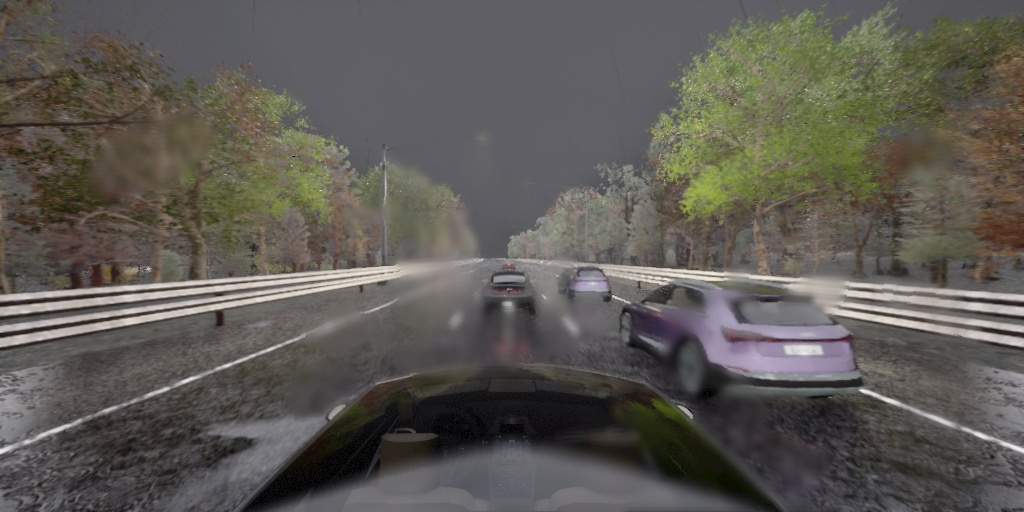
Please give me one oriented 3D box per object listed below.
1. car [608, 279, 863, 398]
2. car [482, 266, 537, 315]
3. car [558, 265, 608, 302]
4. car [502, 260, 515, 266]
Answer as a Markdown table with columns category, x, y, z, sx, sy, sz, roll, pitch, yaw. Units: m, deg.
| category | x | y | z | sx | sy | sz | roll | pitch | yaw |
| --- | --- | --- | --- | --- | --- | --- | --- | --- | --- |
| car | 3.494 | 1.205 | 6.561 | 2.033 | 1.649 | 4.856 | 0 | 0 | 0 |
| car | -0.086 | 1.316 | 13.858 | 1.837 | 1.490 | 4.892 | 0 | 0 | 0 |
| car | 3.444 | 1.258 | 17.598 | 2.033 | 1.649 | 4.856 | 0 | 0 | 0 |
| car | -0.556 | 1.368 | 57.993 | 2.097 | 1.767 | 4.553 | 0 | 0 | -1 |
